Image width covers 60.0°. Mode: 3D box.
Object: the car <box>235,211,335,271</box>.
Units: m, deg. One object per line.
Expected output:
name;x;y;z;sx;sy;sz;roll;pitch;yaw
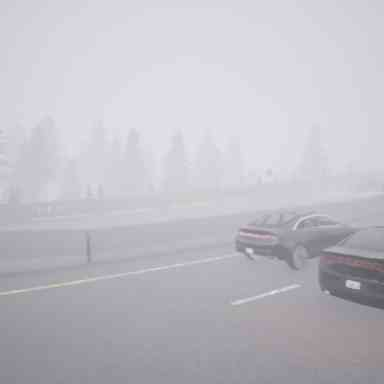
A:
car;3.551;1.343;10.548;4.902;1.511;2.128;-2;1;-36

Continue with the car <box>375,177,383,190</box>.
car;22.933;-1.007;37.266;4.718;1.301;1.895;-6;4;-35

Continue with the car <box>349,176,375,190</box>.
car;20.898;-1.114;40.110;4.902;1.511;2.128;-6;4;-35

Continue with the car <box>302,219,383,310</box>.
car;4.800;1.362;7.163;5.008;1.535;1.882;-2;1;-35
